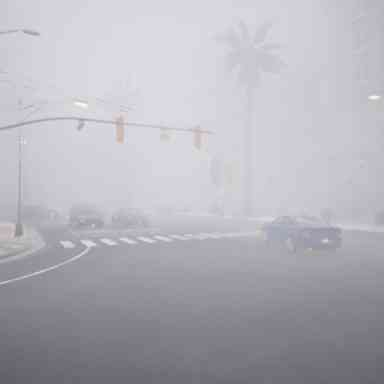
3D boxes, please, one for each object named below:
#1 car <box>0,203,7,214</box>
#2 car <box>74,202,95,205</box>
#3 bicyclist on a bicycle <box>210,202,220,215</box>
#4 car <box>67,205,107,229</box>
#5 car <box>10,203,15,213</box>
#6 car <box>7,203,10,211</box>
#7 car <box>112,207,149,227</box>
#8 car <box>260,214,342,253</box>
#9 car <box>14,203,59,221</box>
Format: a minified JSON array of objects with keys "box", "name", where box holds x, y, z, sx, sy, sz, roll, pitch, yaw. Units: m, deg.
[{"box":[-24.820,1.865,38.466,5.566,2.045,2.150,0,-1,16],"name":"car"},{"box":[-10.664,1.937,33.963,4.553,1.767,2.097,-1,-1,42],"name":"car"},{"box":[2.843,2.033,41.231,1.656,1.620,0.582,1,-1,-40],"name":"bicyclist on a bicycle"},{"box":[-8.359,1.994,25.890,2.033,1.411,5.357,1,-1,-31],"name":"car"},{"box":[-18.927,2.152,39.789,5.008,1.535,1.882,0,-1,24],"name":"car"},{"box":[-27.394,2.332,49.902,4.902,1.511,2.128,0,-1,9],"name":"car"},{"box":[-5.126,1.996,27.007,1.812,1.442,4.674,1,-1,-32],"name":"car"},{"box":[4.723,1.754,15.127,1.882,1.535,5.008,1,-1,-8],"name":"car"},{"box":[-15.361,2.061,33.498,4.902,1.511,2.128,-1,-1,36],"name":"car"}]
